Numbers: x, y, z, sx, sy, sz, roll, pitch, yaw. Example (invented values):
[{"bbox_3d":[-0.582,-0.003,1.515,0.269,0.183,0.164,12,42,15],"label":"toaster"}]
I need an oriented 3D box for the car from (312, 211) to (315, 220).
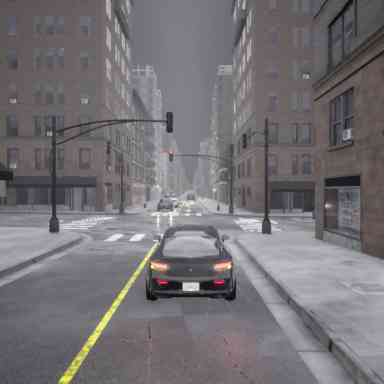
[{"bbox_3d":[12.276,1.721,26.856,5.008,1.535,1.882,1,0,-1],"label":"car"}]

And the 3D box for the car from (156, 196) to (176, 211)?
[{"bbox_3d":[-3.236,1.556,40.842,1.837,1.490,4.892,0,0,-2],"label":"car"}]

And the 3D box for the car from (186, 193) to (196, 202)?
[{"bbox_3d":[-0.248,1.358,81.772,2.150,2.045,5.566,0,0,0],"label":"car"}]

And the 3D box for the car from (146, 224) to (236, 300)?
[{"bbox_3d":[-0.018,1.527,8.236,1.812,1.442,4.674,0,0,0],"label":"car"}]

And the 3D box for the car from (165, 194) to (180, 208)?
[{"bbox_3d":[-3.249,1.292,50.897,2.150,2.045,5.566,0,0,0],"label":"car"}]

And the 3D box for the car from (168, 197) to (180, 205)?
[{"bbox_3d":[-3.250,1.639,61.476,2.033,1.411,5.357,0,0,0],"label":"car"}]
